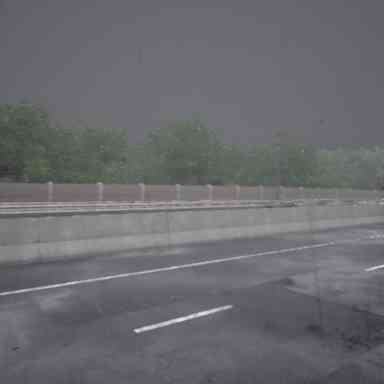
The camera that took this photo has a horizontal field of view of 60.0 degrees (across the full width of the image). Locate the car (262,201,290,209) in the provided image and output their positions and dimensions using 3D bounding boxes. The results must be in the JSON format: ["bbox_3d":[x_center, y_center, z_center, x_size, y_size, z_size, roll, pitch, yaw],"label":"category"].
[{"bbox_3d":[10.017,1.676,36.945,4.718,1.301,1.895,0,0,-35],"label":"car"}]

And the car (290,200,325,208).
[{"bbox_3d":[12.847,1.585,34.662,4.892,1.490,1.837,1,0,-35],"label":"car"}]

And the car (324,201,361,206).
[{"bbox_3d":[15.097,1.645,31.968,4.181,1.385,1.994,0,0,-35],"label":"car"}]
